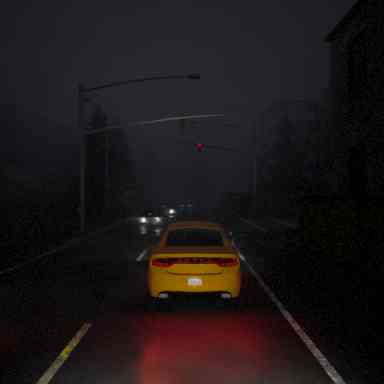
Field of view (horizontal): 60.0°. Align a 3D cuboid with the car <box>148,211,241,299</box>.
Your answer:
[{"bbox_3d":[0.061,1.478,8.508,1.882,1.535,5.008,0,0,0],"label":"car"}]

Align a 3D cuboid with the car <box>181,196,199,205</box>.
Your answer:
[{"bbox_3d":[-0.233,1.526,60.155,1.812,1.442,4.674,0,1,26],"label":"car"}]

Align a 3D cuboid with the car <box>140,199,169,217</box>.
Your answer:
[{"bbox_3d":[-3.644,1.548,31.473,2.033,1.411,5.357,0,0,0],"label":"car"}]

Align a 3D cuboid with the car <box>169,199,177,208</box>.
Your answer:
[{"bbox_3d":[-3.367,1.601,47.958,1.895,1.301,4.718,0,0,5],"label":"car"}]
